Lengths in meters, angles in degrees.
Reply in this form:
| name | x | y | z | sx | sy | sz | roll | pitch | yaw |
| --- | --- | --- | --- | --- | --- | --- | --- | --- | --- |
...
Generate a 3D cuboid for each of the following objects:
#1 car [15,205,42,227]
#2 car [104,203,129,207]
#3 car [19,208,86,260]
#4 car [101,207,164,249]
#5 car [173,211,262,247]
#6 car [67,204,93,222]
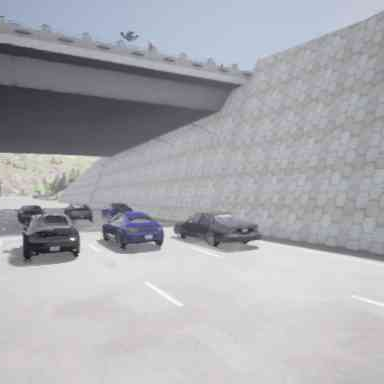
| name | x | y | z | sx | sy | sz | roll | pitch | yaw |
| --- | --- | --- | --- | --- | --- | --- | --- | --- | --- |
| car | -12.769 | 1.772 | 26.407 | 1.837 | 1.490 | 4.892 | 0 | 0 | -28 |
| car | -6.948 | 1.709 | 30.378 | 1.882 | 1.535 | 5.008 | 0 | 0 | -28 |
| car | -5.687 | 1.632 | 13.190 | 1.837 | 1.490 | 4.892 | 0 | 0 | -28 |
| car | -2.783 | 1.634 | 15.190 | 1.812 | 1.442 | 4.674 | 0 | 0 | -28 |
| car | 0.947 | 1.624 | 15.610 | 2.033 | 1.411 | 5.357 | 0 | 0 | -28 |
| car | -9.683 | 1.738 | 28.058 | 2.128 | 1.511 | 4.902 | 0 | 0 | -28 |
